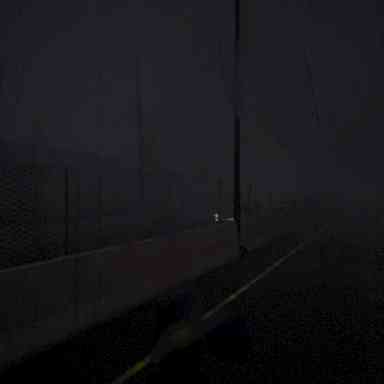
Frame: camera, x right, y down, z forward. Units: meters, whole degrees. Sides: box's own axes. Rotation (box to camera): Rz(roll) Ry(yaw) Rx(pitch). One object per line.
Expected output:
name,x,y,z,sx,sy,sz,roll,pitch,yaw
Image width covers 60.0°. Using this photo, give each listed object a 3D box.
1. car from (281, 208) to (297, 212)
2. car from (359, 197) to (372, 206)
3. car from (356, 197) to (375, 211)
car,9.573,1.524,34.335,1.882,1.535,5.008,0,0,29
car,31.587,1.644,60.512,1.812,1.442,4.674,0,0,24
car,22.703,1.437,43.462,2.097,1.767,4.553,0,0,30
